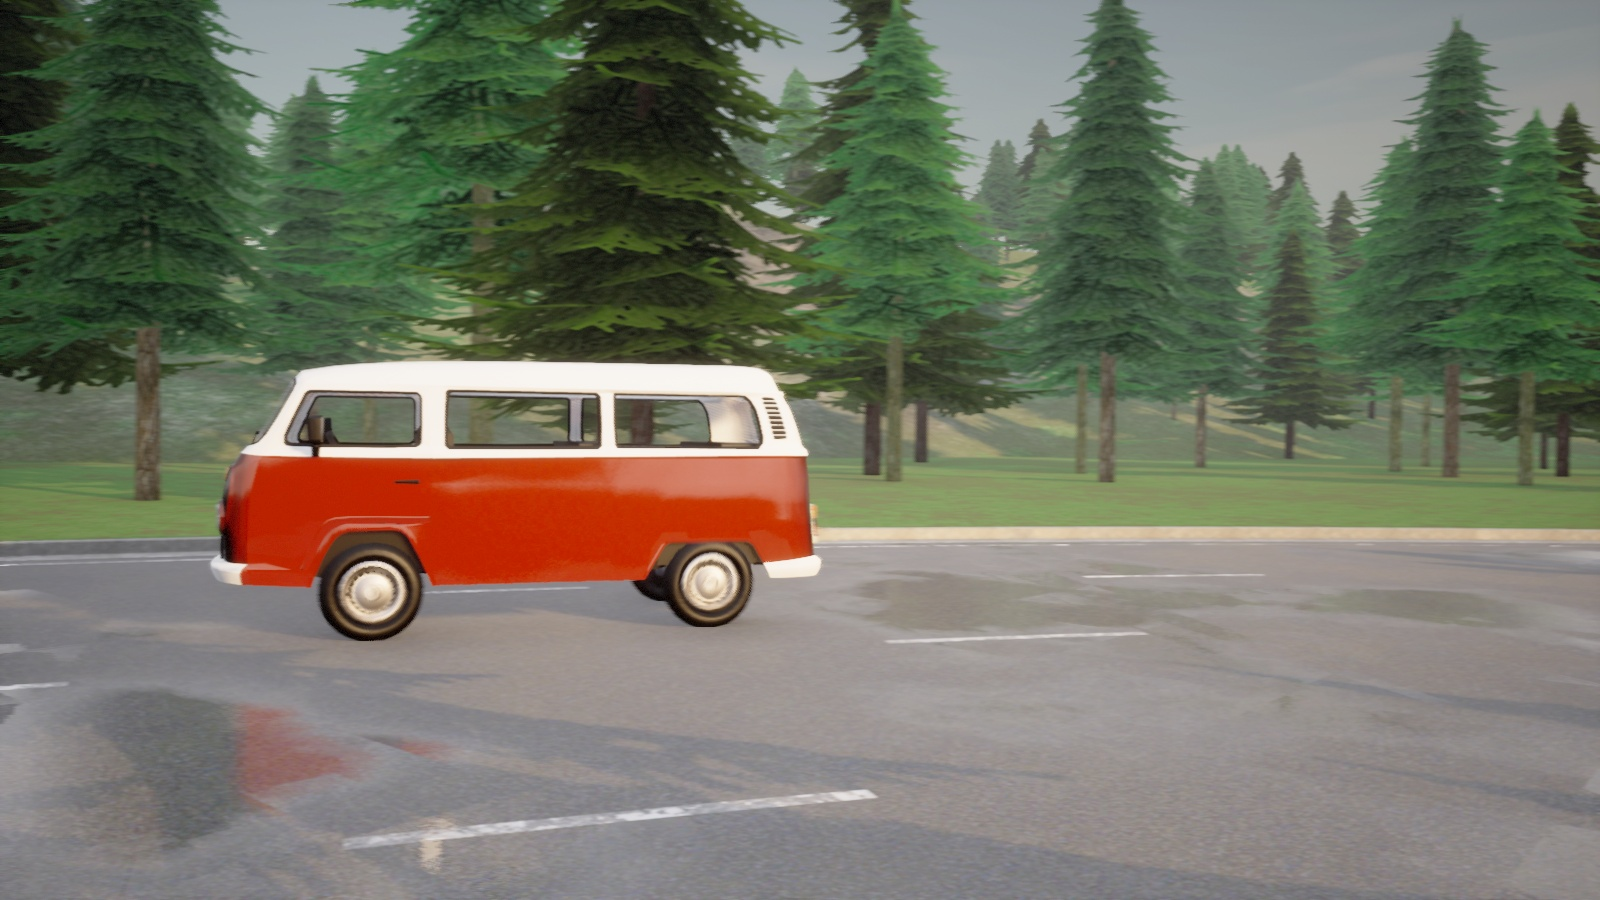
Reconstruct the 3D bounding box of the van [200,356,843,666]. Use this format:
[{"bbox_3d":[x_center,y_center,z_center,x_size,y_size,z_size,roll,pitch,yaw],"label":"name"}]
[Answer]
[{"bbox_3d":[-2.129,0.363,9.942,4.480,2.038,2.069,-1,1,-19],"label":"van"}]
